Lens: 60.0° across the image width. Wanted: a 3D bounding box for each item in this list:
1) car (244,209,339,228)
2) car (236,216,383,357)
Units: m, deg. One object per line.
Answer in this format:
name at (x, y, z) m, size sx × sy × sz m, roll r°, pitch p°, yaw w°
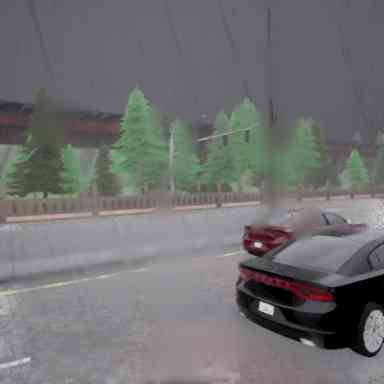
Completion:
car at (3.890, 1.283, 10.854) m, size 5.008 × 1.535 × 1.882 m, roll -2°, pitch 1°, yaw -35°
car at (3.039, 1.374, 5.968) m, size 5.008 × 1.535 × 1.882 m, roll -2°, pitch 1°, yaw -35°
